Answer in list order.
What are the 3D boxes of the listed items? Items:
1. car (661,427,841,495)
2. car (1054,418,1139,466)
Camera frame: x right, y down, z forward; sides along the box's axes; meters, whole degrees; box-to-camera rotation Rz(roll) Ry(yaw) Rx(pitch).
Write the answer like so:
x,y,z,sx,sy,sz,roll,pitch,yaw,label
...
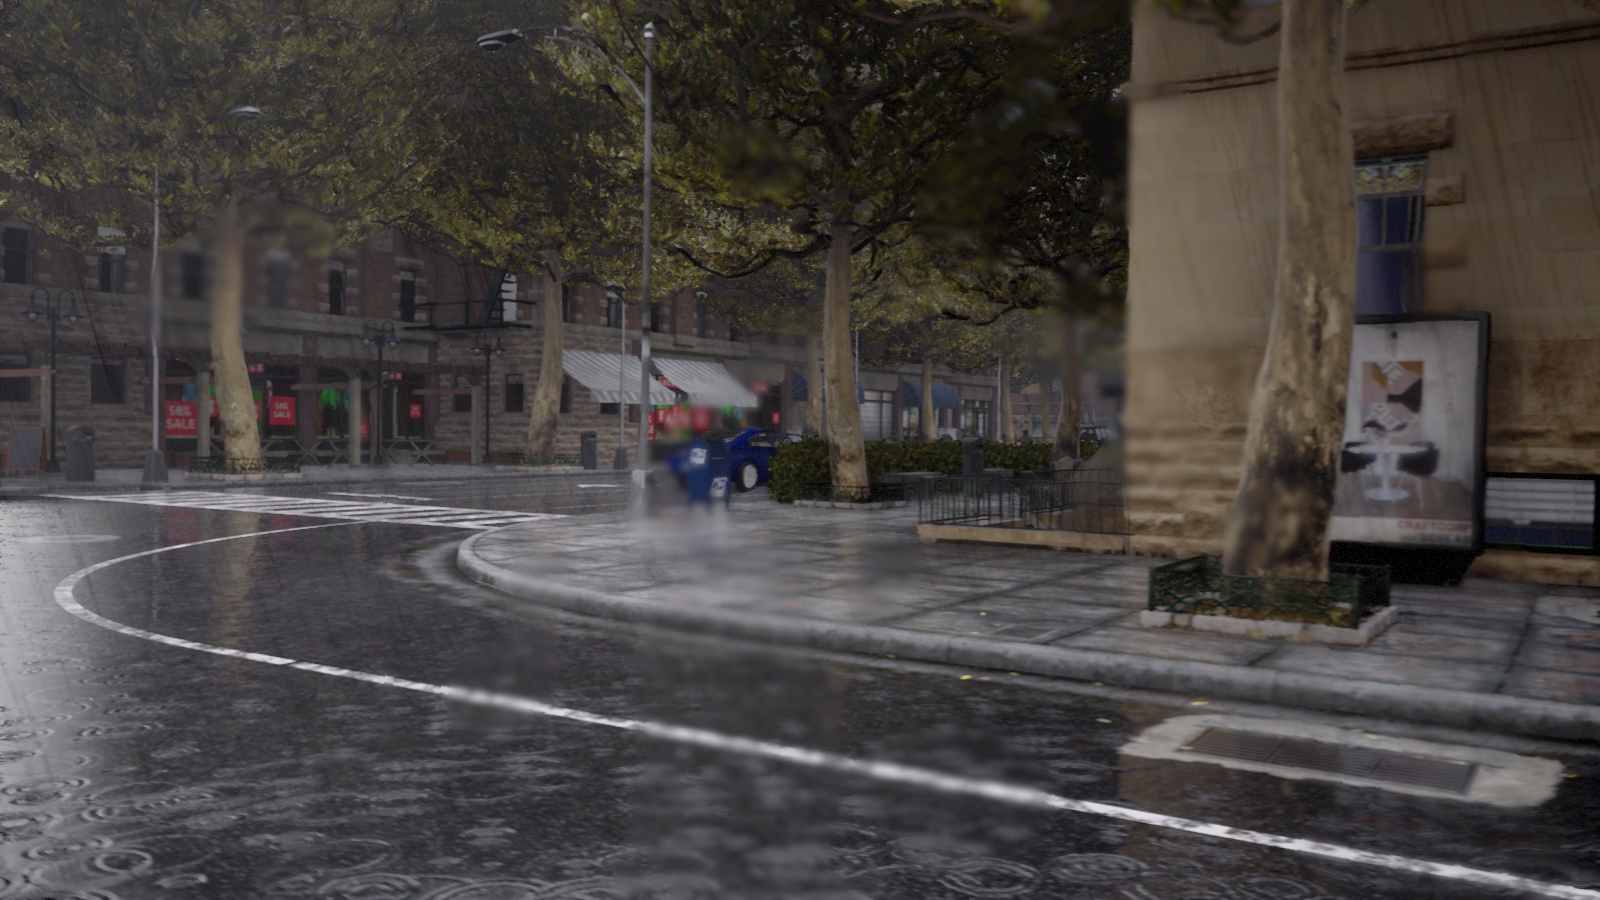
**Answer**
x,y,z,sx,sy,sz,roll,pitch,yaw,label
-1.094,0.215,31.011,1.882,1.535,5.008,0,1,33,car
12.185,-0.344,51.365,1.932,1.855,4.605,0,1,33,car
